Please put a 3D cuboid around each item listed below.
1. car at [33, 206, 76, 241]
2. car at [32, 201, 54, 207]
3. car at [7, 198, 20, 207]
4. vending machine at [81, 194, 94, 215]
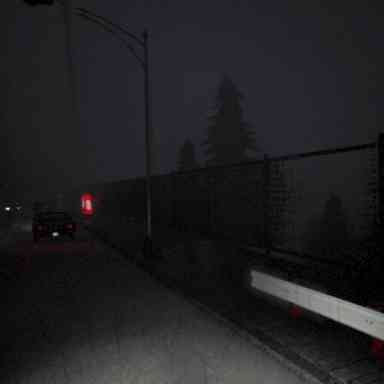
[{"bbox_3d":[-7.320,1.675,17.466,1.895,1.301,4.718,-1,0,-26],"label":"car"},{"bbox_3d":[-15.575,1.661,34.828,2.128,1.511,4.902,-1,0,-25],"label":"car"},{"bbox_3d":[-31.571,1.868,58.954,1.837,1.490,4.892,-1,1,-25],"label":"car"},{"bbox_3d":[-10.911,1.270,34.780,1.100,2.100,0.880,-1,0,-25],"label":"vending machine"}]
